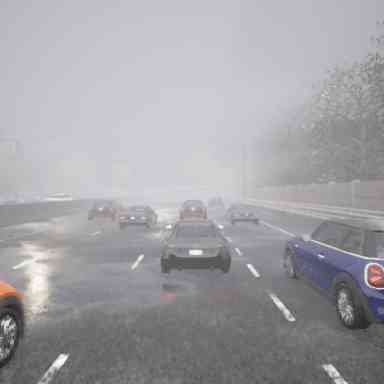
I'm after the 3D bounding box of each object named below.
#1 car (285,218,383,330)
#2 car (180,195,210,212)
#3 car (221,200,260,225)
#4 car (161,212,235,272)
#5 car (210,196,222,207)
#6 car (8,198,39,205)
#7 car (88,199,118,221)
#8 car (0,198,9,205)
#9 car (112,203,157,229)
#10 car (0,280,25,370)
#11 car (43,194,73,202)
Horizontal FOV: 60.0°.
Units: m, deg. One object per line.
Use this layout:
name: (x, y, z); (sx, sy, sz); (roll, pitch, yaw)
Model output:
car: (3.530, 1.331, 7.060); (2.097, 1.767, 4.553); (0, 0, 0)
car: (0.102, 1.349, 27.299); (2.097, 1.767, 4.553); (0, 0, 0)
car: (3.503, 1.527, 23.742); (2.033, 1.411, 5.357); (0, 0, 0)
car: (0.102, 1.561, 10.764); (1.994, 1.385, 4.181); (0, 0, 0)
car: (3.507, 1.336, 49.709); (2.097, 1.767, 4.553); (0, 0, 0)
car: (-21.073, 1.565, 42.645); (1.994, 1.385, 4.181); (0, 0, 0)
car: (-6.894, 1.349, 27.303); (2.097, 1.767, 4.553); (0, 0, 0)
car: (-24.564, 1.494, 43.503); (2.128, 1.511, 4.902); (0, 0, 0)
car: (-3.395, 1.544, 21.583); (2.033, 1.411, 5.357); (0, 0, 0)
car: (-3.402, 1.351, 2.833); (2.097, 1.767, 4.553); (0, 0, 0)
car: (-17.571, 1.225, 43.934); (2.150, 2.045, 5.566); (0, 0, 0)
